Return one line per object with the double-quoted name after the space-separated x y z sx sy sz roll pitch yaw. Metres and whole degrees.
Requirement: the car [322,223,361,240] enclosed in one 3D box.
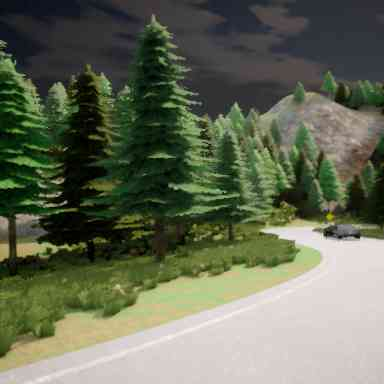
13.361 3.504 30.012 1.994 1.385 4.181 -2 -4 0 "car"
